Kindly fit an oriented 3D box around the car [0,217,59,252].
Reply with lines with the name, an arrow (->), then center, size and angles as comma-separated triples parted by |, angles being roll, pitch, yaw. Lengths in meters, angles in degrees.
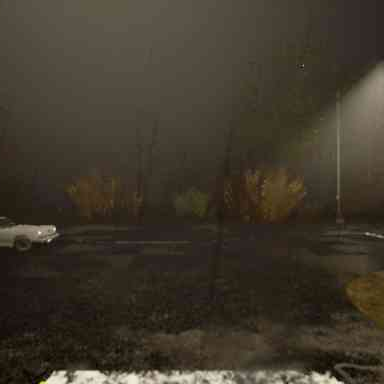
car -> -8.177, 1.705, 13.847 | 4.718, 1.301, 1.895 | 0, 0, -1
